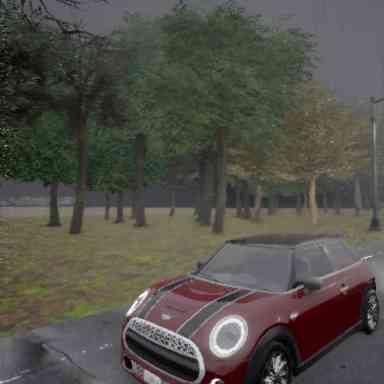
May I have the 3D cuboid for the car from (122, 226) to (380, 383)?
[{"bbox_3d":[1.175,1.503,5.244,4.553,1.767,2.097,1,-2,-44],"label":"car"}]
